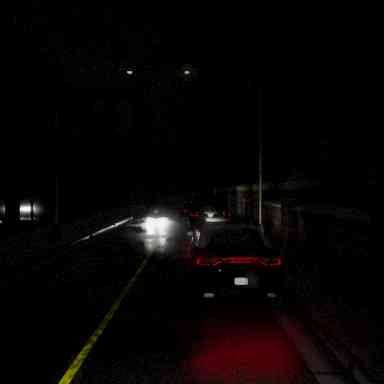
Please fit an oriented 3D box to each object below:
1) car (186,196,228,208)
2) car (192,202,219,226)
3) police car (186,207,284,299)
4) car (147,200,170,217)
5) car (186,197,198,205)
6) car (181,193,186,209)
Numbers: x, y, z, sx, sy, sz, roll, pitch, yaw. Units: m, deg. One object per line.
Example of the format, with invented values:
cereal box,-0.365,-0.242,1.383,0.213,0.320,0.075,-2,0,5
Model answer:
car,0.888,1.226,18.563,2.150,2.045,5.566,0,0,0
car,0.884,1.529,24.534,1.812,1.442,4.674,0,0,0
police car,0.895,1.425,8.643,1.930,1.638,5.238,0,0,0
car,-3.119,1.497,31.527,2.128,1.511,4.902,0,0,0
car,-0.038,1.597,58.538,1.994,1.385,4.181,0,0,0
car,-0.013,1.370,45.283,2.097,1.767,4.553,0,0,0
